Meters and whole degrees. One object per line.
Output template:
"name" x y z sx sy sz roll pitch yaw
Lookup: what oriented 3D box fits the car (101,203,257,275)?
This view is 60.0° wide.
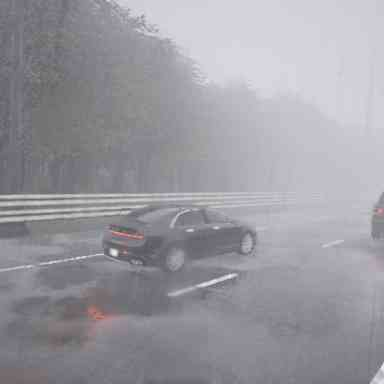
"car" -0.055 1.067 9.054 1.837 1.490 4.892 5 4 43

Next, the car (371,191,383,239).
"car" 9.356 0.946 14.034 2.150 2.045 5.566 5 4 43

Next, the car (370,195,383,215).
"car" 15.579 1.008 25.896 1.994 1.385 4.181 5 4 43
